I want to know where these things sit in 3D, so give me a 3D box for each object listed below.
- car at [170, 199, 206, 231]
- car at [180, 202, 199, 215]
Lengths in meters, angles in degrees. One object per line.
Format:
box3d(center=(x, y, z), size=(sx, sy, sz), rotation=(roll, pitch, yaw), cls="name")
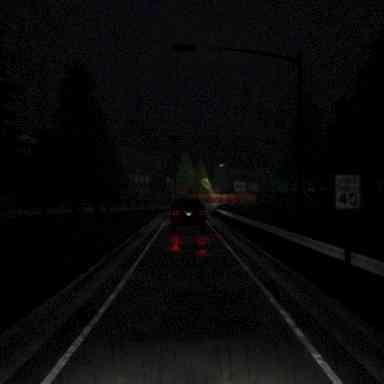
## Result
box3d(center=(-0.275, 1.459, 22.591), size=(2.150, 2.045, 5.566), rotation=(0, -1, -2), cls="car")
box3d(center=(-0.250, 1.996, 41.341), size=(1.994, 1.385, 4.181), rotation=(0, -1, 4), cls="car")
